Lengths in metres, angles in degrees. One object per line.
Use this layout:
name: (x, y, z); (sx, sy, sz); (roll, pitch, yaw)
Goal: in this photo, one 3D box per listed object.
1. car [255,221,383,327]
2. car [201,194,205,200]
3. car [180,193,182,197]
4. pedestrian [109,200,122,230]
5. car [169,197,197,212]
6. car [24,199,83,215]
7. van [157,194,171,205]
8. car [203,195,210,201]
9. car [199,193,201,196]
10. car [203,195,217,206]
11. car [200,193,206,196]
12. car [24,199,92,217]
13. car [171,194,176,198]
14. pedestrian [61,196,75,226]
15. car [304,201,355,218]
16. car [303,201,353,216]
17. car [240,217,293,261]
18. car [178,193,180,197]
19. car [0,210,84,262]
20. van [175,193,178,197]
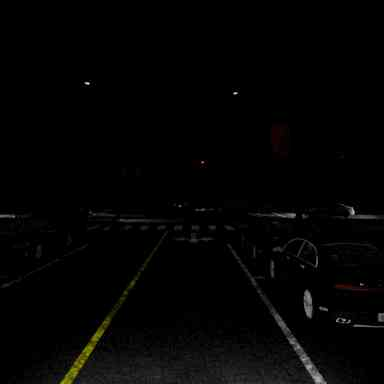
car: (2.797, 1.553, 6.922); (2.008, 1.369, 4.403); (0, 0, 0)
car: (3.382, 1.584, 65.121); (2.008, 1.369, 4.403); (0, 0, 1)
car: (-4.752, 1.369, 92.799); (2.192, 1.841, 5.009); (0, 0, 1)
pedestrian: (-4.396, 1.300, 19.223); (0.375, 1.860, 0.375); (0, 0, 0)
car: (-0.808, 1.605, 39.974); (1.994, 1.385, 4.181); (1, 0, 16)
car: (-12.805, 1.405, 30.943); (4.718, 1.301, 1.895); (1, 0, -3)
van: (-5.220, 1.370, 59.727); (1.690, 1.788, 3.998); (0, 0, 1)
car: (3.697, 1.575, 87.341); (1.752, 1.417, 4.829); (0, 0, 1)
car: (3.773, 1.494, 92.683); (1.967, 1.590, 4.097); (0, 0, 1)
car: (3.226, 1.576, 54.096); (2.008, 1.369, 4.403); (0, 0, 1)
car: (3.461, 1.352, 70.633); (2.192, 1.841, 5.009); (0, 0, 1)
car: (-10.570, 1.327, 27.001); (4.902, 1.511, 2.128); (1, 0, 7)
car: (-5.064, 1.603, 70.750); (1.947, 1.339, 4.313); (0, 0, 1)
pedestrian: (-7.406, 1.143, 19.854); (0.375, 1.860, 0.375); (0, 0, 0)
car: (14.066, 1.823, 33.964); (4.674, 1.442, 1.812); (1, 0, 1)
car: (15.144, 1.829, 37.224); (4.892, 1.490, 1.837); (1, 0, 0)
car: (2.823, 1.554, 11.914); (2.008, 1.369, 4.403); (0, 0, 0)
car: (-4.830, 1.594, 87.287); (1.887, 1.381, 4.507); (0, 0, 1)
car: (-5.702, 1.554, 11.961); (2.008, 1.369, 4.403); (0, 0, 0)
van: (-4.908, 1.386, 81.775); (1.690, 1.788, 3.998); (0, 0, 1)
